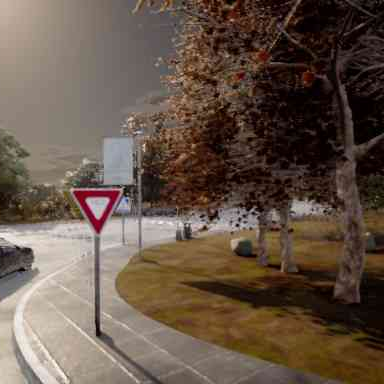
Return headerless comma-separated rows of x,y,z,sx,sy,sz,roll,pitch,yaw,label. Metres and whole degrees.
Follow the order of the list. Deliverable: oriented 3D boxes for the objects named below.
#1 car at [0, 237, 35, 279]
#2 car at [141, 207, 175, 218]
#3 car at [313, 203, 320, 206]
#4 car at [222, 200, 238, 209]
-6.642,2.118,10.337,2.033,1.411,5.357,-1,-2,-8,car
-5.015,2.898,48.974,5.357,1.411,2.033,-2,1,-44,car
23.436,1.830,59.904,4.718,1.301,1.895,-3,1,-44,car
6.975,2.302,60.708,4.902,1.511,2.128,-3,1,-44,car
